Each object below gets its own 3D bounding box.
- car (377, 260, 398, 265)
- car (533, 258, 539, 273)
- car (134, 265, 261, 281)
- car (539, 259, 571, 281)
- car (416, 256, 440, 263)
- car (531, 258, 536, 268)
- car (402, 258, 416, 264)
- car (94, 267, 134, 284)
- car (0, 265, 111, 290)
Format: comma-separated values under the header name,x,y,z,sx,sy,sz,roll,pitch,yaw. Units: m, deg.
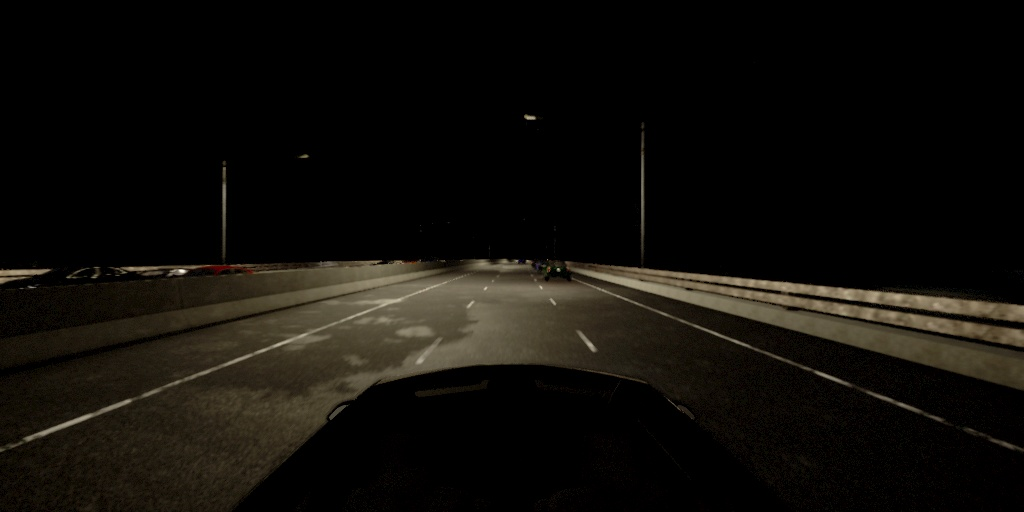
name,x,y,z,sx,sy,sz,roll,pitch,yaw
car,-20.139,1.383,58.081,2.033,1.411,5.357,0,0,2
car,3.937,1.313,41.636,2.128,1.511,4.902,0,0,1
car,-14.028,1.219,16.820,1.882,1.535,5.008,0,0,1
car,3.724,1.145,30.686,2.097,1.767,4.553,0,0,1
car,-13.151,1.072,57.796,2.150,2.045,5.566,0,0,2
car,4.219,1.357,52.596,2.163,1.488,4.792,0,0,2
car,-16.604,1.197,59.192,2.097,1.767,4.553,0,0,2
car,-17.514,1.302,18.070,1.994,1.385,4.181,0,0,1
car,-21.021,1.234,17.365,1.837,1.490,4.892,0,0,1
